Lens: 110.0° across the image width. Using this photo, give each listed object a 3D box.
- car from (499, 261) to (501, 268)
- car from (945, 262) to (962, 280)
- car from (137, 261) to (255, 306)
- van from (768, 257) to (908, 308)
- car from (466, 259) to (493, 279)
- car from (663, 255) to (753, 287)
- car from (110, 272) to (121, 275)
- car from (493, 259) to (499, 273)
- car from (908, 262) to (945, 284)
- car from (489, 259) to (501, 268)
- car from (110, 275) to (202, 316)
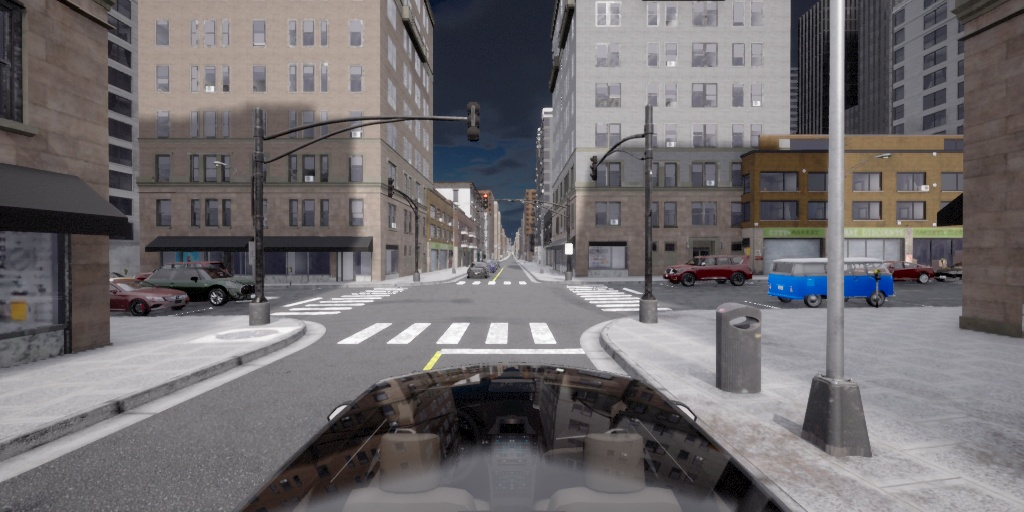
[{"bbox_3d":[-3.049,1.283,53.651,1.837,1.490,4.892,0,0,0],"label":"car"},{"bbox_3d":[28.938,0.916,22.273,4.313,1.339,1.948,0,0,0],"label":"car"},{"bbox_3d":[-13.999,1.269,16.312,4.553,1.767,2.097,-1,0,0],"label":"car"},{"bbox_3d":[12.127,0.957,13.718,3.998,1.789,1.690,0,0,0],"label":"van"},{"bbox_3d":[-3.071,1.260,33.344,1.837,1.490,4.892,0,0,0],"label":"car"},{"bbox_3d":[12.111,0.872,22.243,5.009,1.841,2.192,0,0,0],"label":"car"},{"bbox_3d":[-26.005,1.551,22.176,4.829,1.417,1.751,0,0,0],"label":"car"},{"bbox_3d":[-3.059,1.116,43.503,2.097,1.767,4.553,0,0,0],"label":"car"},{"bbox_3d":[23.328,0.964,22.263,4.507,1.381,1.888,0,0,0],"label":"car"},{"bbox_3d":[-2.998,1.300,63.978,1.837,1.490,4.892,0,0,0],"label":"car"},{"bbox_3d":[-14.810,1.527,13.670,4.207,1.307,1.802,0,0,0],"label":"car"}]
